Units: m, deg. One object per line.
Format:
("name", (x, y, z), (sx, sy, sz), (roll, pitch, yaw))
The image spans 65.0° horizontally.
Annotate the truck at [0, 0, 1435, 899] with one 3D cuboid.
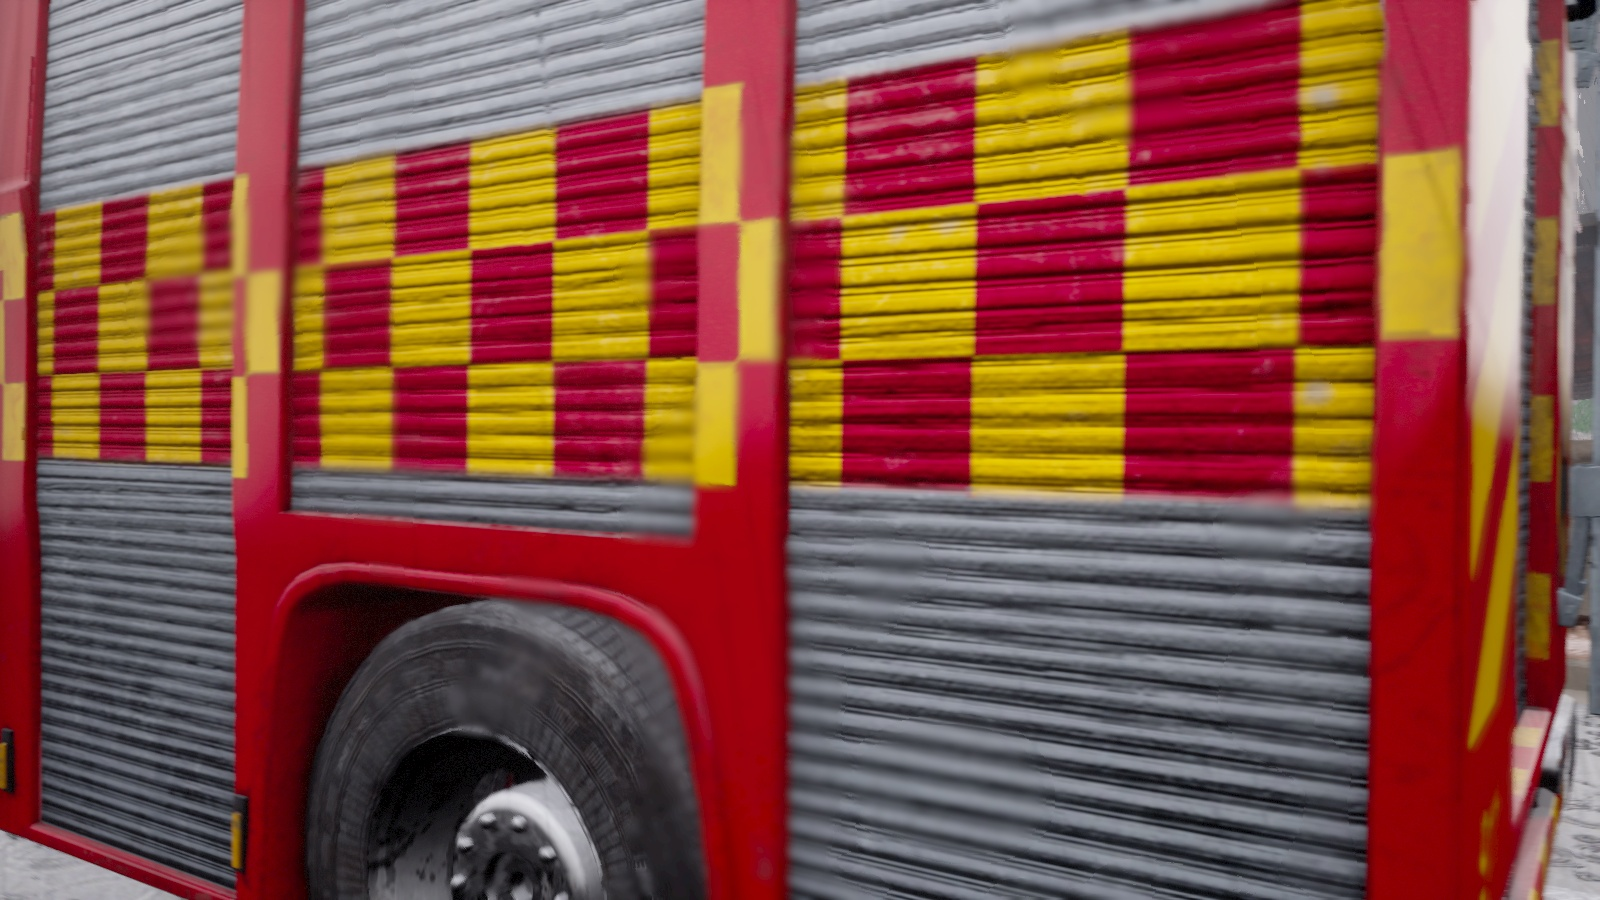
("truck", (-2.310, -0.462, 5.136), (8.468, 3.827, 2.891), (0, 1, 34))
